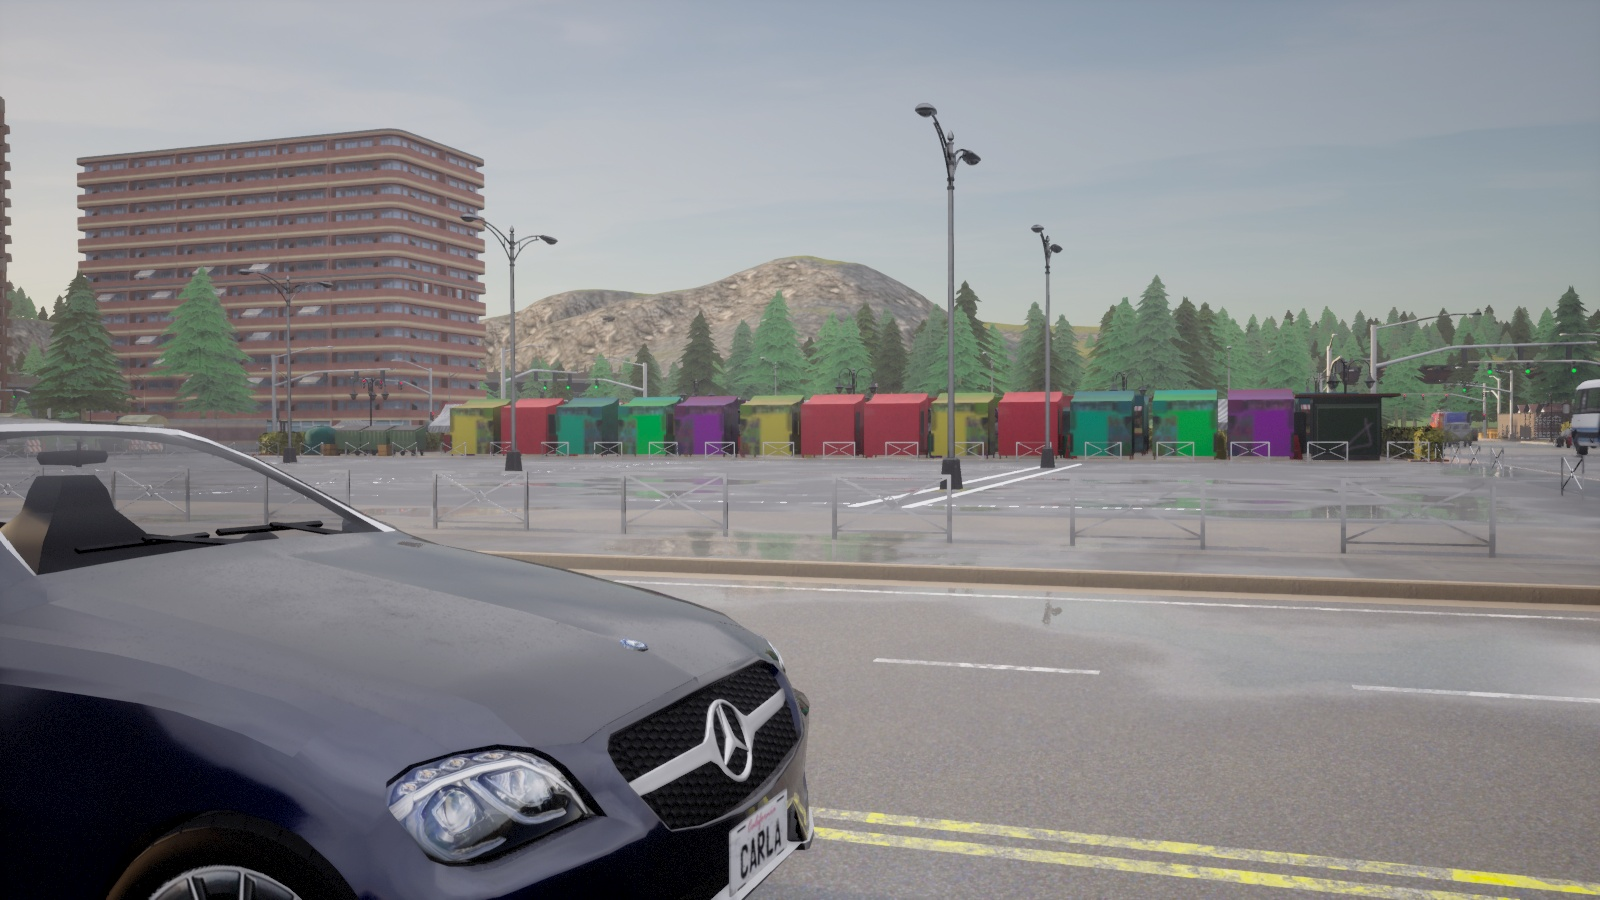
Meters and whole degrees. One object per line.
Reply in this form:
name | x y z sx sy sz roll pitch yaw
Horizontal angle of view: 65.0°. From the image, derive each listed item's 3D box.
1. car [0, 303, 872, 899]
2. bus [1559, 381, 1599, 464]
car | -2.485 0.531 4.025 5.027 1.651 2.152 1 1 19
bus | 44.255 -1.465 67.532 3.944 4.253 10.273 1 1 20
